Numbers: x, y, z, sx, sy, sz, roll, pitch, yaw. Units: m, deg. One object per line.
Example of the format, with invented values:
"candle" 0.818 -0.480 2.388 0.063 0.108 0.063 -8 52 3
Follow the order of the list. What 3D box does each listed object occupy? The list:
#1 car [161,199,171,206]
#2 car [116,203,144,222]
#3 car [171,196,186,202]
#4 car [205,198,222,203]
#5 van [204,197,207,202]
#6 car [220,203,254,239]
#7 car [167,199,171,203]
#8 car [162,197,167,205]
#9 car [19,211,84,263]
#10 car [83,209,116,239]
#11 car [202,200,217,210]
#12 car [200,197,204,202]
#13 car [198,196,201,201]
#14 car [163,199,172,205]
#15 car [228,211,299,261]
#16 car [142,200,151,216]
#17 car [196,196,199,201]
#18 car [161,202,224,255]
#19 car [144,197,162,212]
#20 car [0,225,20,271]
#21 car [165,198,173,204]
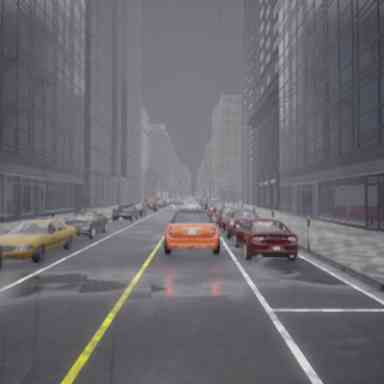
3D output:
"car" -5.837 2.258 74.444 1.752 1.417 4.829 1 -1 0
"car" -5.845 1.852 29.620 1.947 1.339 4.313 1 -1 0
"car" -2.988 2.057 71.815 2.097 1.767 4.553 0 -1 0
"car" 2.683 1.781 35.237 1.967 1.590 4.097 1 -1 0
"van" 2.685 1.737 40.862 1.690 1.788 3.998 1 -1 0
"car" 2.680 1.617 18.365 1.967 1.590 4.097 1 -1 0
"car" -5.837 1.936 63.368 2.192 1.841 5.009 1 -1 0
"car" -5.840 2.109 57.741 1.887 1.381 4.507 1 -1 0
"car" -5.847 1.647 12.578 1.752 1.417 4.829 1 -1 0
"car" -5.847 1.728 18.372 2.008 1.369 4.403 1 -1 0
"car" 2.684 2.058 52.108 2.008 1.369 4.403 1 -1 0
"car" 2.686 1.767 46.486 2.192 1.841 5.009 1 -1 0
"car" 2.688 2.061 63.356 1.967 1.590 4.097 1 -1 0
"car" -5.837 2.336 80.238 1.887 1.381 4.507 1 -1 0
"car" 2.678 1.668 12.739 1.887 1.381 4.507 1 -1 0
"car" -5.844 1.885 35.244 1.887 1.381 4.507 1 -1 0
"car" 2.691 2.050 74.606 2.192 1.841 5.009 1 -1 0
"car" 0.006 1.486 14.089 2.097 1.767 4.553 0 -1 0
"car" -5.840 1.767 46.495 2.192 1.841 5.009 1 -1 0
"car" -5.849 1.635 7.122 1.947 1.339 4.313 1 -1 0
"car" -5.836 2.372 85.693 1.752 1.417 4.829 1 -1 0
